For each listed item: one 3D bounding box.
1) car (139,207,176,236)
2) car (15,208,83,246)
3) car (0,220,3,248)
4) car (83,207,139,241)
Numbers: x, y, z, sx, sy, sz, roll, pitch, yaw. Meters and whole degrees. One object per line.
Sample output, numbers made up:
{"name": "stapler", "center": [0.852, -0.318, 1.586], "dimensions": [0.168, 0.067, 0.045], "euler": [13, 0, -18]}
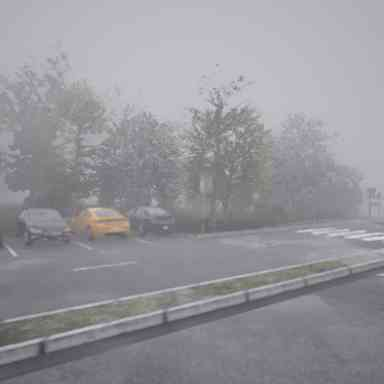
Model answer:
{"name": "car", "center": [-2.752, 1.596, 19.236], "dimensions": [2.231, 1.521, 4.892], "euler": [0, 0, -35]}
{"name": "car", "center": [-7.253, 1.560, 16.061], "dimensions": [2.231, 1.521, 4.892], "euler": [0, 0, -35]}
{"name": "car", "center": [-9.511, 1.568, 14.489], "dimensions": [2.163, 1.488, 4.792], "euler": [1, 0, -35]}
{"name": "car", "center": [-5.000, 1.578, 17.644], "dimensions": [2.097, 1.535, 5.008], "euler": [1, 0, -35]}
